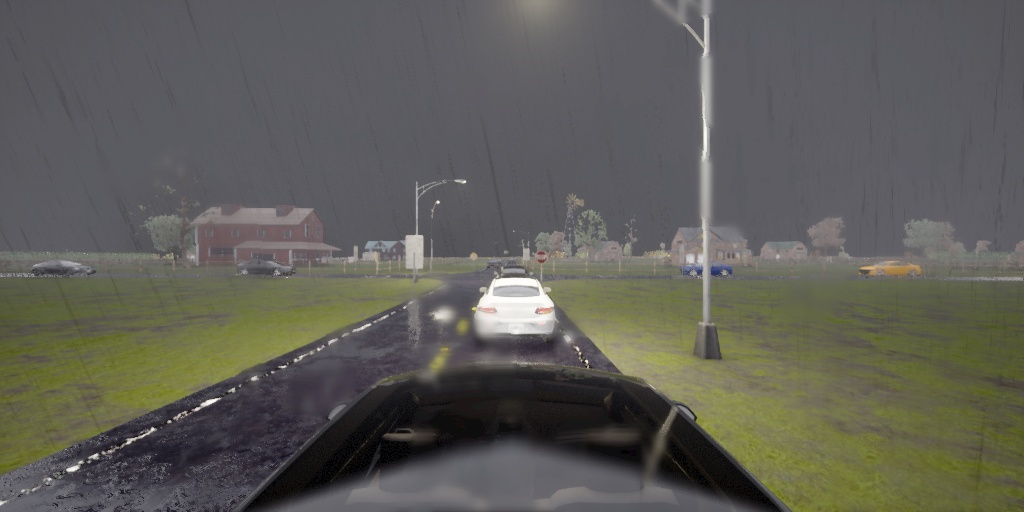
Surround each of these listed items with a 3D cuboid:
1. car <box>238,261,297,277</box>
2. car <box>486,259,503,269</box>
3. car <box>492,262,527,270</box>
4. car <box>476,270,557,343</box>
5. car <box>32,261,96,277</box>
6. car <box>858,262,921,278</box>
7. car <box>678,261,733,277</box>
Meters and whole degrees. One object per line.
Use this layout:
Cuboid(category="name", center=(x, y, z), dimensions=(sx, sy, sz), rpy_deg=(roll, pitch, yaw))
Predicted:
Cuboid(category="car", center=(-22.697, 1.177, 33.345), dimensions=(4.892, 1.490, 1.837), rpy_deg=(0, 0, 1))
Cuboid(category="car", center=(-2.874, 1.264, 54.993), dimensions=(2.033, 1.411, 5.357), rpy_deg=(0, 0, 0))
Cuboid(category="car", center=(0.089, 1.248, 18.918), dimensions=(1.837, 1.490, 4.892), rpy_deg=(0, 0, 0))
Cuboid(category="car", center=(0.095, 1.273, 9.539), dimensions=(1.812, 1.442, 4.674), rpy_deg=(0, 0, 0))
Cuboid(category="car", center=(-41.857, 1.148, 33.498), dimensions=(4.674, 1.442, 1.812), rpy_deg=(0, 0, 1))
Cuboid(category="car", center=(37.662, 1.356, 35.861), dimensions=(5.008, 1.535, 1.882), rpy_deg=(0, 0, 1))
Cuboid(category="car", center=(19.374, 1.277, 36.006), dimensions=(5.008, 1.535, 1.882), rpy_deg=(0, 0, 0))
